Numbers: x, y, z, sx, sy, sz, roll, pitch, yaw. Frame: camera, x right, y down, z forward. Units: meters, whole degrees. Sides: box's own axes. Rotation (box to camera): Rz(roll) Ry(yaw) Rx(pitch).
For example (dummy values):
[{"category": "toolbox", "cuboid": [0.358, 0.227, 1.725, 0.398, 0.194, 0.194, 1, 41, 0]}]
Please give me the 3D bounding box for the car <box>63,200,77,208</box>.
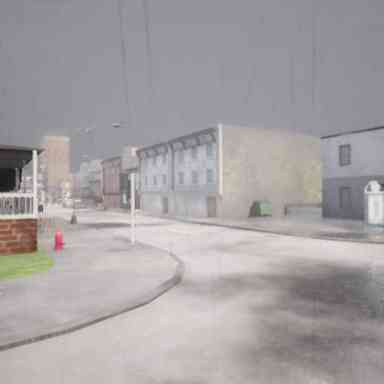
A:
[{"category": "car", "cuboid": [-21.531, 2.101, 58.614, 1.812, 1.442, 4.674, 0, -1, -30]}]
